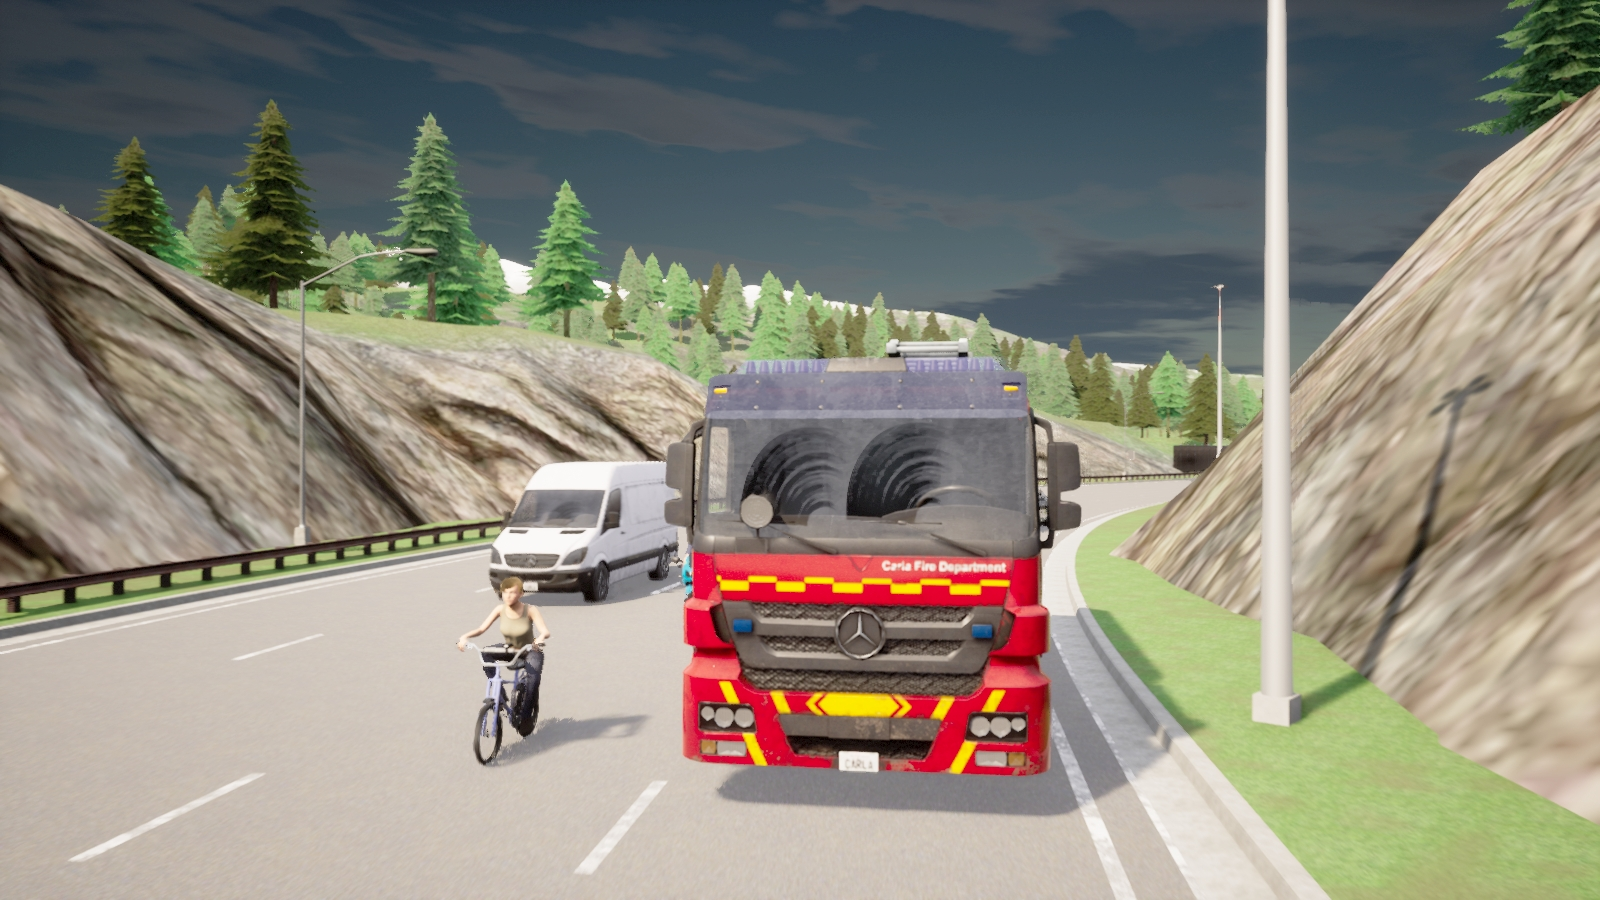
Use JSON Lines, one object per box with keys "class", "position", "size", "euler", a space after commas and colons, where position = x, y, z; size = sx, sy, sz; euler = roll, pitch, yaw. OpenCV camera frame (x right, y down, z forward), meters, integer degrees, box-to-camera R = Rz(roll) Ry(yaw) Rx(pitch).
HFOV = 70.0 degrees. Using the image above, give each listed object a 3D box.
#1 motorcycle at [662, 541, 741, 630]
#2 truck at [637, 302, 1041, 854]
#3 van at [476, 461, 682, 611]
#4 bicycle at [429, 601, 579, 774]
{"class": "motorcycle", "position": [-1.582, 2.181, 18.722], "size": [0.803, 1.199, 2.033], "euler": [0, 0, 10]}
{"class": "truck", "position": [0.869, 0.887, 12.325], "size": [2.891, 3.827, 8.468], "euler": [0, 0, 9]}
{"class": "van", "position": [-4.202, 1.528, 22.984], "size": [1.988, 2.561, 5.915], "euler": [0, 0, 11]}
{"class": "bicycle", "position": [-2.720, 2.155, 10.656], "size": [0.859, 1.277, 1.487], "euler": [0, 0, 7]}
